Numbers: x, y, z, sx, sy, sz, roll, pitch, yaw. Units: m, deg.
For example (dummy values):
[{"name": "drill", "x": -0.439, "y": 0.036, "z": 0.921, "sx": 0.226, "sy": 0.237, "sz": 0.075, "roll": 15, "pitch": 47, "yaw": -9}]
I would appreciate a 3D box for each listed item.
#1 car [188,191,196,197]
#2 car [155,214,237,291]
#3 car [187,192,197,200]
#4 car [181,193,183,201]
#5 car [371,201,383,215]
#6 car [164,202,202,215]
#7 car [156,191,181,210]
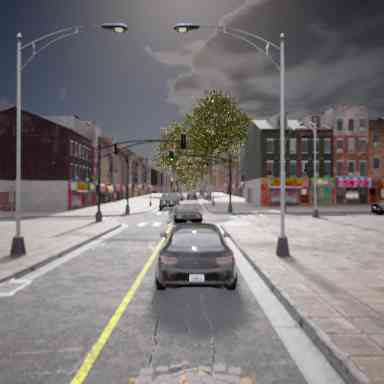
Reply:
[{"name": "car", "x": -0.012, "y": 0.583, "z": 82.577, "sx": 1.994, "sy": 1.385, "sz": 4.181, "roll": 0, "pitch": 1, "yaw": 0}, {"name": "car", "x": 0.093, "y": 1.556, "z": 8.961, "sx": 1.812, "sy": 1.442, "sz": 4.674, "roll": 0, "pitch": 0, "yaw": 0}, {"name": "car", "x": -0.010, "y": 0.726, "z": 72.505, "sx": 2.097, "sy": 1.767, "sz": 4.553, "roll": 0, "pitch": 1, "yaw": 0}, {"name": "car", "x": -2.851, "y": 1.277, "z": 51.480, "sx": 1.837, "sy": 1.490, "sz": 4.892, "roll": 0, "pitch": 1, "yaw": 0}, {"name": "car", "x": 17.198, "y": 1.302, "z": 27.574, "sx": 4.313, "sy": 1.339, "sz": 1.947, "roll": -1, "pitch": 0, "yaw": 0}, {"name": "car", "x": -0.621, "y": 1.596, "z": 23.410, "sx": 1.895, "sy": 1.301, "sz": 4.718, "roll": 0, "pitch": 0, "yaw": -10}, {"name": "car", "x": -2.842, "y": 1.135, "z": 41.612, "sx": 2.150, "sy": 2.045, "sz": 5.566, "roll": 0, "pitch": 1, "yaw": 0}]
